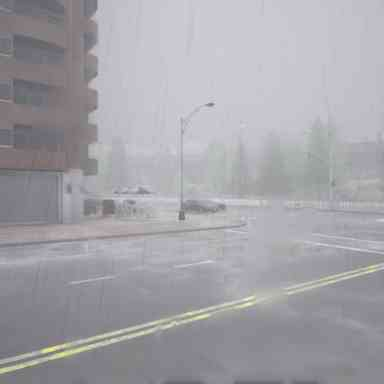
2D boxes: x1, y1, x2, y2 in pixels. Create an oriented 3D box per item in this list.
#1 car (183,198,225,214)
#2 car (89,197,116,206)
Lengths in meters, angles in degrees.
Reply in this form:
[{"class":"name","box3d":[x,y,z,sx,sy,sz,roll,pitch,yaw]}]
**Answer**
[{"class":"car","box3d":[0.811,1.445,34.390,1.837,1.490,4.892,0,1,-35]},{"class":"car","box3d":[-14.568,1.544,51.096,4.718,1.301,1.895,0,0,26]}]
